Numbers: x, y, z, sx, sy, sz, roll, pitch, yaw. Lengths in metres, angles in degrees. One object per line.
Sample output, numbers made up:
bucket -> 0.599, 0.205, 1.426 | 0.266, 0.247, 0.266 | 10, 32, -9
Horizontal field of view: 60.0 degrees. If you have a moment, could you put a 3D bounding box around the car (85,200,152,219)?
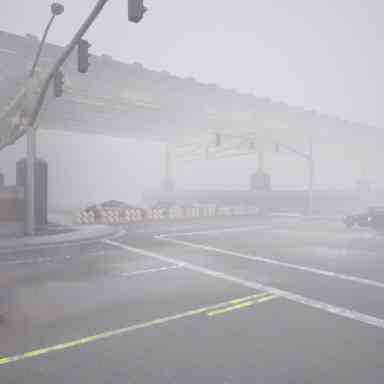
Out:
car -> -6.188, 1.453, 27.612 | 4.974, 1.542, 2.038 | 0, 0, 8

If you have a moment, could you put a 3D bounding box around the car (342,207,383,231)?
car -> 11.377, 1.601, 20.679 | 4.718, 1.301, 1.895 | 0, 0, -35

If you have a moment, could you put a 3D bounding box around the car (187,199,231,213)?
car -> 1.423, 1.295, 34.042 | 4.536, 1.218, 1.853 | 0, 0, -7

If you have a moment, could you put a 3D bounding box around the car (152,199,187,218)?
car -> -2.440, 1.453, 30.293 | 2.038, 1.542, 4.974 | 0, 0, 18

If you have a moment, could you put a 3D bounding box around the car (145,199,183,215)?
car -> -2.424, 1.295, 30.343 | 1.853, 1.218, 4.536 | 0, 0, 18

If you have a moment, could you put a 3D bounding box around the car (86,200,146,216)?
car -> -6.239, 1.295, 27.619 | 4.536, 1.218, 1.853 | 0, 0, 8

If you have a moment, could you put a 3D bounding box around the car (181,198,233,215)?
car -> 1.475, 1.453, 34.049 | 4.974, 1.542, 2.038 | 0, 0, -7
